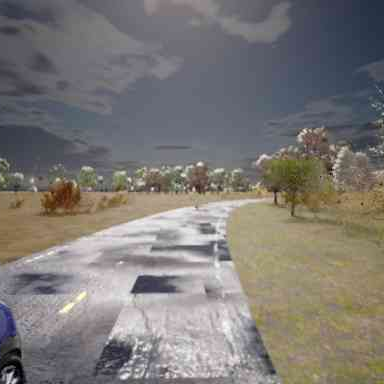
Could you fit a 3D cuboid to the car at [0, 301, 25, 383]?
[{"bbox_3d":[-2.702,1.344,1.370,2.097,1.767,4.553,0,0,0],"label":"car"}]
